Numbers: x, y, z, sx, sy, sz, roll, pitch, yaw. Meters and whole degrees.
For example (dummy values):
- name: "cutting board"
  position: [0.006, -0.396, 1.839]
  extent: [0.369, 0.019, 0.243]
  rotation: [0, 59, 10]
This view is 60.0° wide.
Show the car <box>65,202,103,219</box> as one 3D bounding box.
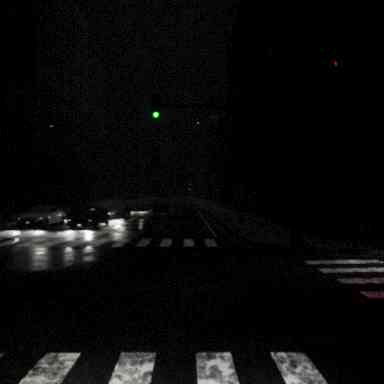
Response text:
- name: "car"
  position: [-10.446, 1.737, 32.588]
  extent: [2.033, 1.411, 5.357]
  rotation: [0, 0, -1]

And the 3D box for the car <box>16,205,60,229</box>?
- name: "car"
  position: [-10.282, 1.647, 23.048]
  extent: [1.812, 1.442, 4.674]
  rotation: [0, 0, -1]

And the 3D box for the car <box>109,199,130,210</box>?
- name: "car"
  position: [-10.713, 1.859, 49.570]
  extent: [2.033, 1.411, 5.357]
  rotation: [0, 0, -1]

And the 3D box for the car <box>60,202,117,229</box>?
- name: "car"
  position: [-7.037, 1.685, 23.303]
  extent: [2.033, 1.411, 5.357]
  rotation: [0, 0, -1]

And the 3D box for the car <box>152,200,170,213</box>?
- name: "car"
  position: [-3.925, 1.767, 42.190]
  extent: [1.882, 1.535, 5.008]
  rotation: [0, 0, -1]

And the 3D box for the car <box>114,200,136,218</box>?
- name: "car"
  position: [-7.199, 1.698, 32.819]
  extent: [2.128, 1.511, 4.902]
  rotation: [0, 0, -1]

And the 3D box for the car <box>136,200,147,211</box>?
- name: "car"
  position: [-7.414, 1.825, 45.550]
  extent: [1.812, 1.442, 4.674]
  rotation: [0, 0, -1]
